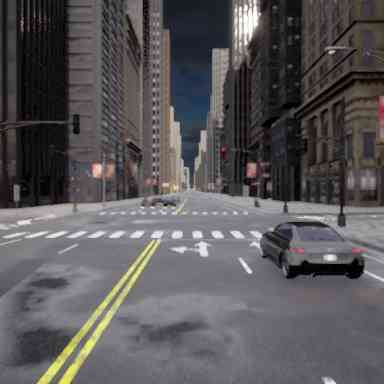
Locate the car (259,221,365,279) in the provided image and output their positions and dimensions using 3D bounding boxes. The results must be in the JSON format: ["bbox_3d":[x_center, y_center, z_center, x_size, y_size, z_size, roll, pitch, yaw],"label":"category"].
[{"bbox_3d":[3.349,1.561,10.072,1.994,1.385,4.181,0,0,0],"label":"car"}]

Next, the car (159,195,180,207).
[{"bbox_3d":[-3.329,1.514,50.615,2.033,1.411,5.357,0,0,0],"label":"car"}]

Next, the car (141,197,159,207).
[{"bbox_3d":[-6.578,1.492,50.685,1.812,1.442,4.674,0,0,0],"label":"car"}]

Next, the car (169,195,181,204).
[{"bbox_3d":[-3.278,1.447,65.892,2.128,1.511,4.902,0,0,0],"label":"car"}]
